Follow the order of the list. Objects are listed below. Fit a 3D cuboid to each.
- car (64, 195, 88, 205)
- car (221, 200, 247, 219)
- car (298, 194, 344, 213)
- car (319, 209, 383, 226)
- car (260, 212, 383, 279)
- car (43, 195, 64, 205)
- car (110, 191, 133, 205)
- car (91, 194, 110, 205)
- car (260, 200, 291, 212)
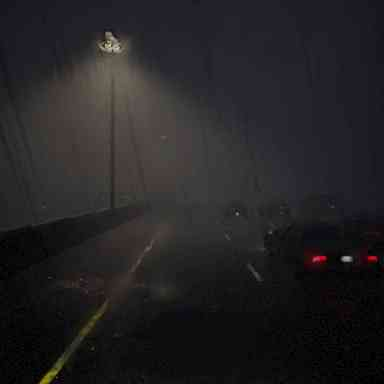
[{"bbox_3d":[-17.459,1.204,51.189,1.837,1.490,4.892,0,1,0],"label":"car"},{"bbox_3d":[3.636,1.464,28.930,1.837,1.490,4.892,0,1,0],"label":"car"},{"bbox_3d":[10.628,1.191,27.752,2.150,2.045,5.566,0,1,1],"label":"car"},{"bbox_3d":[7.099,1.589,13.559,1.994,1.385,4.181,0,0,0],"label":"car"},{"bbox_3d":[3.565,1.577,10.117,2.033,1.411,5.357,0,0,1],"label":"car"},{"bbox_3d":[-20.952,1.246,51.204,2.033,1.411,5.357,0,1,1],"label":"car"},{"bbox_3d":[-10.463,0.924,51.122,2.150,2.045,5.566,0,1,0],"label":"car"},{"bbox_3d":[-13.959,1.050,51.319,2.097,1.767,4.553,0,1,0],"label":"car"},{"bbox_3d":[7.135,1.451,28.815,2.128,1.511,4.902,0,1,0],"label":"car"}]
